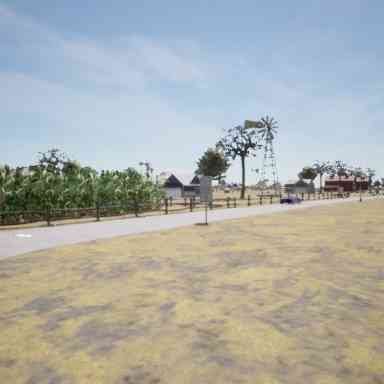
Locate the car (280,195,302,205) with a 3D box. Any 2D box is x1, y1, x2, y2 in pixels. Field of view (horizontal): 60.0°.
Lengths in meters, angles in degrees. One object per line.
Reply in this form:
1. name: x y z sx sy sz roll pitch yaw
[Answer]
1. car: 14.686 1.143 49.307 1.895 1.301 4.718 0 0 35
